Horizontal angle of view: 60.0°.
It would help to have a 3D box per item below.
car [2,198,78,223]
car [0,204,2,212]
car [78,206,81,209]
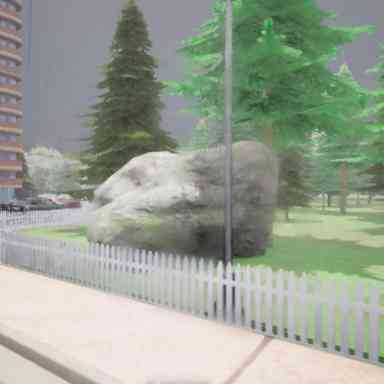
[{"bbox_3d":[-11.021,1.228,24.445,2.097,1.767,4.553,0,0,22],"label":"car"},{"bbox_3d":[-18.375,1.440,35.069,1.895,1.301,4.718,0,0,12],"label":"car"},{"bbox_3d":[-14.411,1.322,37.940,1.882,1.535,5.008,0,0,6],"label":"car"}]
